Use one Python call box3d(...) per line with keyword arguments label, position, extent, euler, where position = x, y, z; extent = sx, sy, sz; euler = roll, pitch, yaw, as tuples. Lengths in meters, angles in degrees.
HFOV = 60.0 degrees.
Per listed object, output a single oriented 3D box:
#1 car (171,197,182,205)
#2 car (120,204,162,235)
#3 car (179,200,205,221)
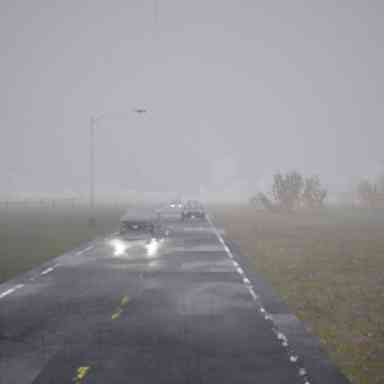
box3d(label="car", position=(-2.786, 1.692, 60.931), extent=(1.994, 1.385, 4.181), euler=(0, 0, 1))
box3d(label="car", position=(-2.853, 1.486, 19.248), extent=(1.882, 1.535, 5.008), euler=(0, 0, 0))
box3d(label="car", position=(0.097, 1.617, 27.524), extent=(1.895, 1.301, 4.718), euler=(0, 0, 0))
